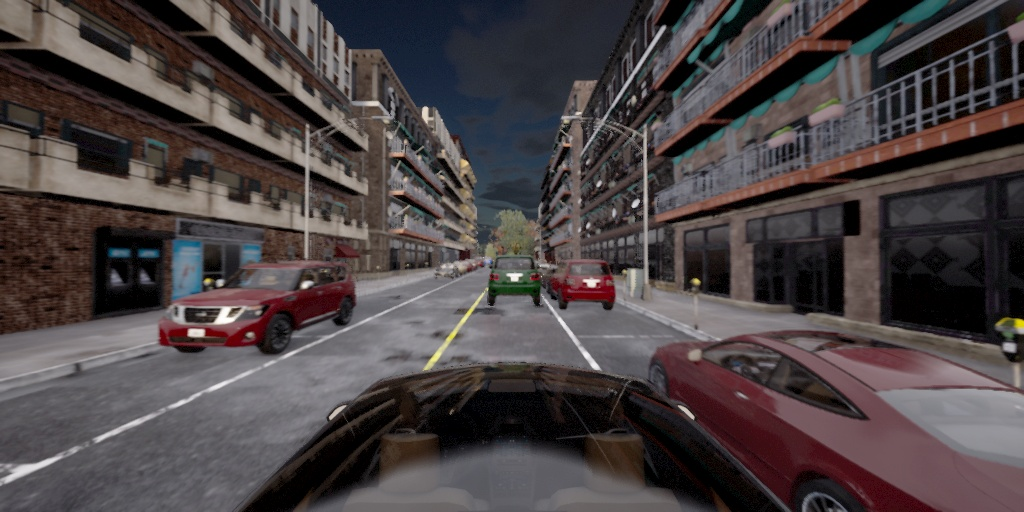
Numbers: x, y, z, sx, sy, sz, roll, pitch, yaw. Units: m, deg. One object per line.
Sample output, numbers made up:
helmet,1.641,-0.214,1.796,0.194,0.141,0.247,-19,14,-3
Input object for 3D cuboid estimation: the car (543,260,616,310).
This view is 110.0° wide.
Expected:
car,2.693,1.056,14.585,2.192,1.841,5.009,0,0,0

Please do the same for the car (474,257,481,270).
car,-5.685,1.162,48.597,1.967,1.591,4.097,0,0,0

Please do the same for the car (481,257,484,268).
car,-5.684,1.033,59.920,2.192,1.841,5.009,0,0,0

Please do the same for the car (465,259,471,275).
car,-5.687,1.253,37.103,1.751,1.417,4.829,0,0,0

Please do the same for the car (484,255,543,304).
car,0.101,0.962,16.305,2.150,2.045,5.566,0,0,0

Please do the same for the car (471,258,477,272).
car,-5.685,1.270,42.934,1.888,1.381,4.507,0,0,0

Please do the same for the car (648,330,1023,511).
car,2.691,1.331,3.262,1.802,1.307,4.207,0,0,0

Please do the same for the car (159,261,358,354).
car,-5.689,1.060,8.965,2.192,1.841,5.009,0,0,0

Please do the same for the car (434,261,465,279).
car,-5.686,1.281,31.611,2.007,1.370,4.403,0,0,0
